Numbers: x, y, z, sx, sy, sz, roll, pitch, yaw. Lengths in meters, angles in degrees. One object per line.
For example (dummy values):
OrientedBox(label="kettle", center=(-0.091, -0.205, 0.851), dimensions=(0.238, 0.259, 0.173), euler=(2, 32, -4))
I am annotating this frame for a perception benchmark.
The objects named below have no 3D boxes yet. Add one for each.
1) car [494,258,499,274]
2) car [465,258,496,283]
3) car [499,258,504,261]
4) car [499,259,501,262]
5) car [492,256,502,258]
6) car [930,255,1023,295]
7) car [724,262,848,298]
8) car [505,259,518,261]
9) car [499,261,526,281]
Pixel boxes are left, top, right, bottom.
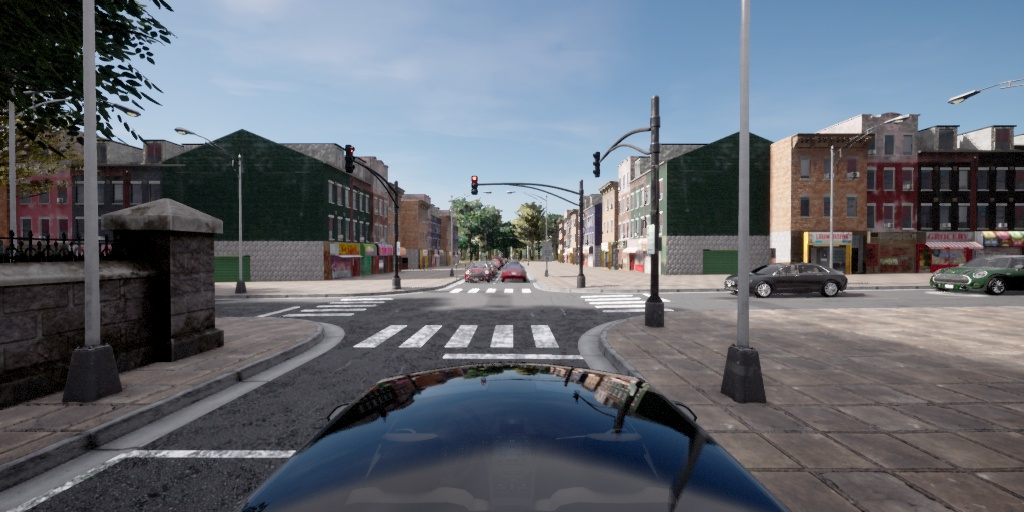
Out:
OrientedBox(label="car", center=(-2.537, 1.204, 33.532), dimensions=(1.967, 1.591, 4.097), euler=(0, 0, 0))
OrientedBox(label="car", center=(-2.555, 1.199, 28.097), dimensions=(1.967, 1.591, 4.097), euler=(0, 0, 0))
OrientedBox(label="car", center=(-2.483, 1.329, 49.835), dimensions=(1.888, 1.381, 4.507), euler=(0, 0, 0))
OrientedBox(label="car", center=(-2.519, 1.335, 38.966), dimensions=(1.948, 1.339, 4.313), euler=(0, 0, 0))
OrientedBox(label="car", center=(-2.832, 1.259, 60.907), dimensions=(1.801, 1.575, 5.366), euler=(0, 0, 0))
OrientedBox(label="car", center=(22.100, 0.763, 16.280), dimensions=(4.553, 1.767, 2.097), euler=(-1, 1, 0))
OrientedBox(label="car", center=(12.322, 1.046, 16.316), dimensions=(4.892, 1.490, 1.837), euler=(-1, 1, 0))
OrientedBox(label="car", center=(0.299, 1.297, 62.551), dimensions=(2.128, 1.511, 4.902), euler=(0, 0, 0))
OrientedBox(label="car", center=(0.168, 1.324, 29.887), dimensions=(1.994, 1.385, 4.181), euler=(0, 0, 0))
